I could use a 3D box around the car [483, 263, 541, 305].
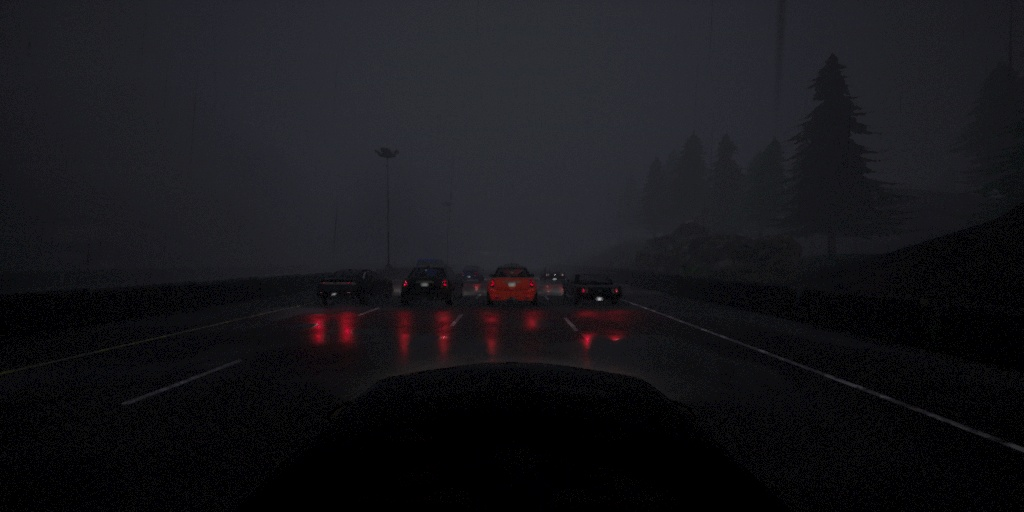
[{"bbox_3d":[0.001,1.198,16.495,2.097,1.767,4.553,0,-1,0],"label":"car"}]

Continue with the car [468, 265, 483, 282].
[{"bbox_3d":[-3.499,1.537,31.544,1.812,1.442,4.674,0,-1,0],"label":"car"}]

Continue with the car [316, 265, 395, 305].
[{"bbox_3d":[-6.999,1.326,16.524,2.128,1.511,4.902,0,-1,0],"label":"car"}]

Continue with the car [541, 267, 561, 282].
[{"bbox_3d":[3.501,1.621,31.573,1.895,1.301,4.718,0,-1,0],"label":"car"}]

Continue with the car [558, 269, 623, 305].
[{"bbox_3d":[3.501,1.449,16.553,1.895,1.301,4.718,0,-1,0],"label":"car"}]

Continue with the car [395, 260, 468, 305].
[{"bbox_3d":[-3.499,1.197,16.496,2.097,1.767,4.553,0,-1,0],"label":"car"}]
